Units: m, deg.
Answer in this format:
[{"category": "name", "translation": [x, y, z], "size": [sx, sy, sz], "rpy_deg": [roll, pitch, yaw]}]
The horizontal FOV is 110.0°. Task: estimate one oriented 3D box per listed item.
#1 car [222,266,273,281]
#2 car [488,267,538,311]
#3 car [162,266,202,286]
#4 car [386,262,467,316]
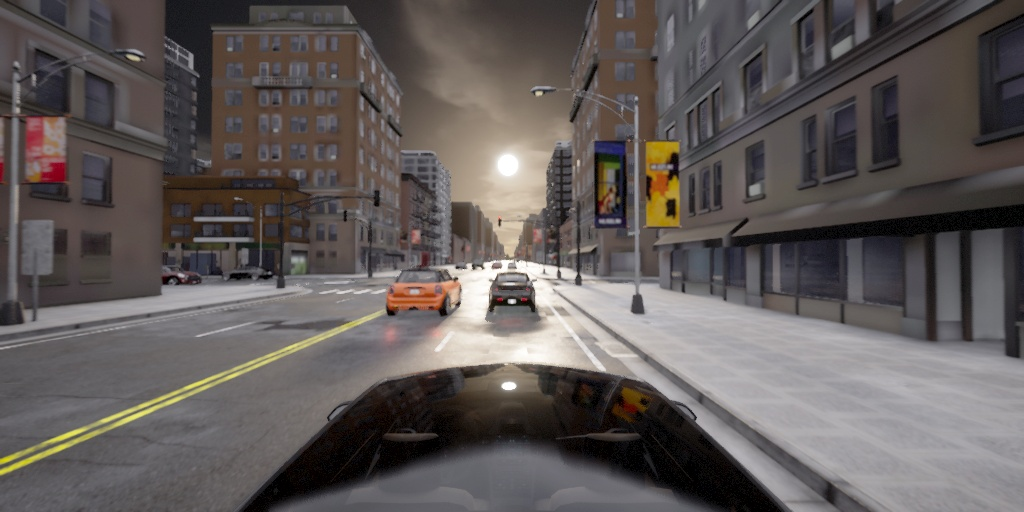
[{"category": "car", "translation": [-25.373, 1.655, 34.503], "size": [4.313, 1.339, 1.948], "rpy_deg": [0, 0, 0]}, {"category": "car", "translation": [0.024, 1.393, 15.359], "size": [1.837, 1.490, 4.892], "rpy_deg": [0, 0, 1]}, {"category": "car", "translation": [-25.416, 1.418, 26.478], "size": [4.097, 1.591, 1.967], "rpy_deg": [0, 0, 0]}, {"category": "car", "translation": [-3.242, 1.226, 14.111], "size": [2.097, 1.767, 4.553], "rpy_deg": [0, 0, 0]}]
